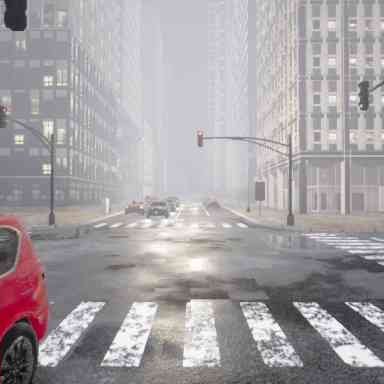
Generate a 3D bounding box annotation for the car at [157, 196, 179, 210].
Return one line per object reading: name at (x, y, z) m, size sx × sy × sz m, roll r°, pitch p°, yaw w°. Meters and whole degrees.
car at (-2.947, 1.530, 39.779) m, size 1.837 × 1.490 × 4.892 m, roll 0°, pitch 0°, yaw 0°

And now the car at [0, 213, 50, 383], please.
car at (-2.815, 1.223, 1.823) m, size 2.150 × 2.045 × 5.566 m, roll 0°, pitch 0°, yaw 1°

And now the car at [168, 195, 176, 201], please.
car at (-5.335, 1.609, 89.543) m, size 2.008 × 1.369 × 4.403 m, roll 1°, pitch 0°, yaw 0°

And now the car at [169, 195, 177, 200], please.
car at (-5.314, 1.628, 95.118) m, size 1.947 × 1.339 × 4.313 m, roll 1°, pitch 0°, yaw 0°

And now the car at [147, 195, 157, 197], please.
car at (-5.500, 1.343, 44.942) m, size 2.192 × 1.841 × 5.009 m, roll 1°, pitch 0°, yaw 0°

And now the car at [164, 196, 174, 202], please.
car at (-5.377, 1.601, 78.393) m, size 2.008 × 1.369 × 4.403 m, roll 1°, pitch 0°, yaw 0°

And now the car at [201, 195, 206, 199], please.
car at (2.920, 1.561, 56.298) m, size 1.752 × 1.417 × 4.829 m, roll 1°, pitch 0°, yaw 0°

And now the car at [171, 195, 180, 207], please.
car at (-2.903, 1.384, 49.853) m, size 2.097 × 1.767 × 4.553 m, roll 0°, pitch 0°, yaw 0°

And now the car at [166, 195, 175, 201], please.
car at (-5.356, 1.599, 83.968) m, size 1.887 × 1.381 × 4.507 m, roll 1°, pitch 0°, yaw 0°

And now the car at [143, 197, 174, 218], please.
car at (-2.984, 1.524, 30.330) m, size 1.837 × 1.490 × 4.892 m, roll 0°, pitch 0°, yaw 0°

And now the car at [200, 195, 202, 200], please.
car at (2.939, 1.605, 61.705) m, size 1.947 × 1.339 × 4.313 m, roll 1°, pitch 0°, yaw 0°

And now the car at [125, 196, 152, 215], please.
car at (-5.545, 1.461, 33.792) m, size 1.967 × 1.590 × 4.097 m, roll 1°, pitch 0°, yaw 0°

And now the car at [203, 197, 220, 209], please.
car at (2.875, 1.610, 44.972) m, size 1.802 × 1.307 × 4.206 m, roll 1°, pitch 0°, yaw 0°

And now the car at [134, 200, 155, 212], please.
car at (-5.527, 1.607, 39.367) m, size 1.802 × 1.307 × 4.206 m, roll 1°, pitch 0°, yaw 0°

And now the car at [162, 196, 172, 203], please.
car at (-5.398, 1.591, 72.817) m, size 1.887 × 1.381 × 4.507 m, roll 1°, pitch 0°, yaw 0°
